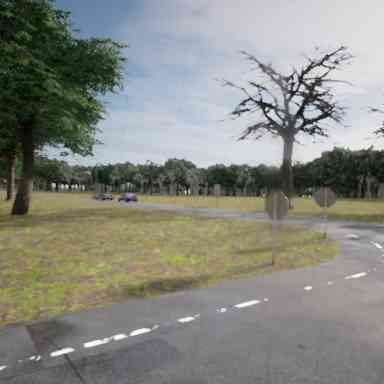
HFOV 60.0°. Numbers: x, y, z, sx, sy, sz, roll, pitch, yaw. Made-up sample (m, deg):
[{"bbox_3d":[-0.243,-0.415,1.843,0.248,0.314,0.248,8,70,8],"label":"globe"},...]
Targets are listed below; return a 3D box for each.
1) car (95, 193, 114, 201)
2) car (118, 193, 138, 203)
[{"bbox_3d":[-16.204,0.933,61.571,2.033,1.411,5.357,3,-2,-36],"label":"car"},{"bbox_3d":[-10.246,0.960,53.381,1.812,1.442,4.674,3,-1,-35],"label":"car"}]
